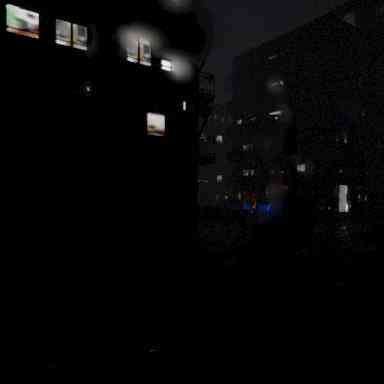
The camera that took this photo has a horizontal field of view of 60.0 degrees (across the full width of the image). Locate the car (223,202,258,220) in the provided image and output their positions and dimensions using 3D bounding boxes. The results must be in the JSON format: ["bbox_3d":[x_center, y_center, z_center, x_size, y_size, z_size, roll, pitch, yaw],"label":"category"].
[{"bbox_3d":[3.434,1.881,30.623,1.895,1.301,4.718,0,-1,-36],"label":"car"}]

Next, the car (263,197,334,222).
[{"bbox_3d":[9.194,1.420,28.359,2.150,2.045,5.566,0,-1,-37],"label":"car"}]

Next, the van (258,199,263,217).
[{"bbox_3d":[8.424,1.590,33.589,1.690,1.788,3.998,-1,0,-36],"label":"van"}]

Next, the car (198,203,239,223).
[{"bbox_3d":[1.699,1.866,28.653,1.802,1.307,4.206,-1,0,-36],"label":"car"}]

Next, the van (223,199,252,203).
[{"bbox_3d":[5.096,1.664,38.095,1.690,1.788,3.998,-1,0,-36],"label":"van"}]
